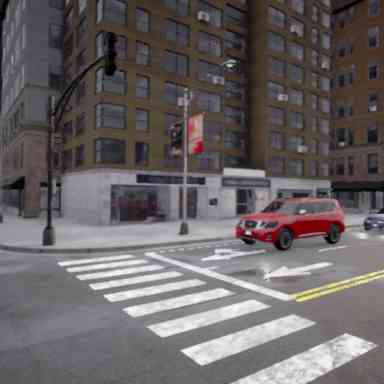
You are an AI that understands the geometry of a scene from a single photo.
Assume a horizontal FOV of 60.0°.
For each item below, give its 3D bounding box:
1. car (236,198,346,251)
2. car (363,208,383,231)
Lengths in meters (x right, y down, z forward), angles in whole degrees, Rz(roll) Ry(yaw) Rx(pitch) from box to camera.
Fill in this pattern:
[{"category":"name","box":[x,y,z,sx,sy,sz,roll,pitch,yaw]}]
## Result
[{"category":"car","box":[4.555,1.299,14.876,5.566,2.045,2.150,0,0,-34]},{"category":"car","box":[12.470,1.664,20.538,4.674,1.442,1.812,0,0,-36]}]
